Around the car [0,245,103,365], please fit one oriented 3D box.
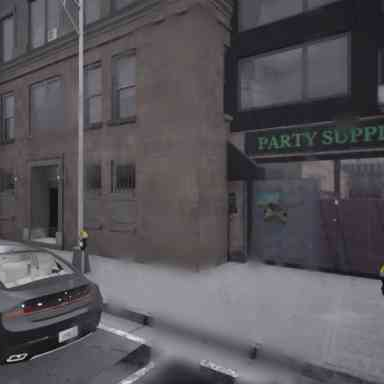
[{"bbox_3d":[-3.330,1.551,5.452,4.403,1.369,2.008,0,0,35],"label":"car"}]
